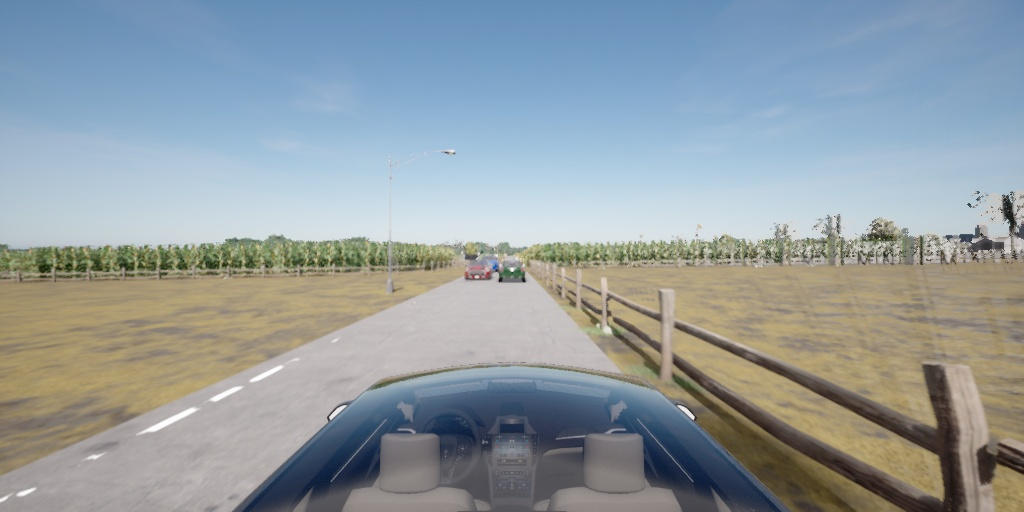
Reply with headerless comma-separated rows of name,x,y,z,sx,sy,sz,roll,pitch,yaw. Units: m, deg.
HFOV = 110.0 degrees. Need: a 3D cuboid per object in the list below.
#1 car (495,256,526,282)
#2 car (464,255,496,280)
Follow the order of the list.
car,0.025,1.055,28.733,2.097,1.767,4.553,0,0,0
car,-2.755,1.054,30.401,2.097,1.767,4.553,0,0,0
